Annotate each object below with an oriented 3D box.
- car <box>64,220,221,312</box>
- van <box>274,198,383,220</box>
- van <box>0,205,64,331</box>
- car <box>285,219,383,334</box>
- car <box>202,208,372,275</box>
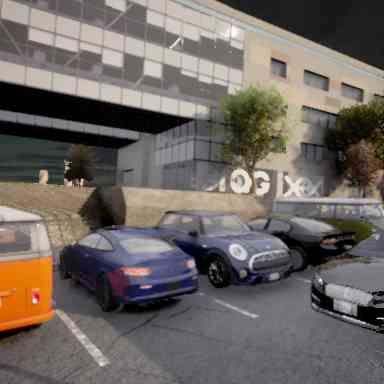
[{"bbox_3d":[-1.666,1.510,7.776,2.002,1.452,4.674,0,0,-36],"label":"car"},{"bbox_3d":[5.220,1.216,12.552,1.878,1.987,4.442,0,0,-36],"label":"van"},{"bbox_3d":[-4.010,1.253,6.250,1.878,1.987,4.442,0,0,-36],"label":"van"},{"bbox_3d":[4.306,1.468,6.452,4.902,1.511,2.128,0,0,-36],"label":"car"},{"bbox_3d":[2.781,1.451,10.947,2.097,1.535,5.008,0,0,-36],"label":"car"}]
